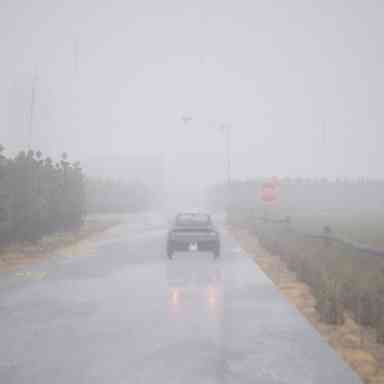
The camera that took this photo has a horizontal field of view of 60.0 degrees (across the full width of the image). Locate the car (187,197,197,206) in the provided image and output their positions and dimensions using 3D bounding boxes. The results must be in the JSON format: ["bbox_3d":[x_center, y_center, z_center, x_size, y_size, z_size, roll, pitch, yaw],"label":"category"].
[{"bbox_3d":[0.000,1.816,68.818,2.097,1.767,4.553,0,0,0],"label":"car"}]

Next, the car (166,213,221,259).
[{"bbox_3d":[0.056,1.545,12.886,2.128,1.511,4.902,0,0,0],"label":"car"}]
